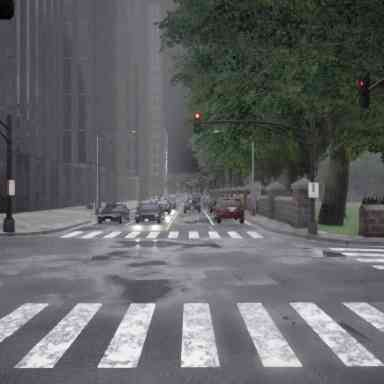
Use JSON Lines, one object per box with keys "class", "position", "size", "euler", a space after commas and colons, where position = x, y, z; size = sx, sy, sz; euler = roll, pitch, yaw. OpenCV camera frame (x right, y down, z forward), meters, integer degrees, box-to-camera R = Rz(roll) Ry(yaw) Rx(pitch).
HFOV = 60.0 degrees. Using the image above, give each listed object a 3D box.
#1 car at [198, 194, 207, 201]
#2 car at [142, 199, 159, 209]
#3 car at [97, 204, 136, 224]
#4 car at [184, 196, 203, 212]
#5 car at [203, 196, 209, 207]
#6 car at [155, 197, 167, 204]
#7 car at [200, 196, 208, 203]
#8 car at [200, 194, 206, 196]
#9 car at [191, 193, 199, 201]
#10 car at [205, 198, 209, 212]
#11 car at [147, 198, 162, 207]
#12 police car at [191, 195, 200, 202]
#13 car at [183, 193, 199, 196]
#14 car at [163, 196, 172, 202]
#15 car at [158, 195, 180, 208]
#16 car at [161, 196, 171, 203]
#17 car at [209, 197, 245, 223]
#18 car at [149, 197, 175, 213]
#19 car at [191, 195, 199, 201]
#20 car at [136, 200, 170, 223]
{"class": "car", "position": [2.650, 1.399, 85.146], "size": [2.192, 1.841, 5.009], "euler": [0, 0, 0]}
{"class": "car", "position": [-5.824, 1.616, 46.932], "size": [1.802, 1.307, 4.206], "euler": [0, 0, 0]}
{"class": "car", "position": [-5.795, 1.576, 25.104], "size": [1.947, 1.339, 4.313], "euler": [0, 0, 0]}
{"class": "car", "position": [0.030, 1.551, 38.691], "size": [1.812, 1.442, 4.674], "euler": [0, 0, 0]}
{"class": "car", "position": [2.708, 1.579, 41.493], "size": [2.008, 1.369, 4.403], "euler": [0, 0, 0]}
{"class": "car", "position": [-5.846, 1.635, 63.303], "size": [1.802, 1.307, 4.206], "euler": [0, 0, 0]}
{"class": "car", "position": [2.664, 1.592, 74.403], "size": [1.752, 1.417, 4.829], "euler": [0, 0, 0]}
{"class": "car", "position": [2.694, 1.481, 52.407], "size": [1.967, 1.590, 4.097], "euler": [0, 0, 0]}
{"class": "car", "position": [0.779, 1.320, 91.808], "size": [2.150, 2.045, 5.566], "euler": [0, 0, 0]}
{"class": "car", "position": [2.716, 1.588, 36.037], "size": [1.947, 1.339, 4.313], "euler": [0, 0, 0]}
{"class": "car", "position": [-5.831, 1.622, 52.389], "size": [1.802, 1.307, 4.206], "euler": [0, 0, 0]}
{"class": "police car", "position": [0.800, 1.495, 75.888], "size": [1.930, 1.638, 5.238], "euler": [0, 0, 0]}
{"class": "car", "position": [-0.001, 1.401, 60.663], "size": [2.097, 1.767, 4.553], "euler": [0, 0, 0]}
{"class": "car", "position": [-5.868, 1.620, 79.674], "size": [1.887, 1.381, 4.507], "euler": [0, 0, 0]}
{"class": "car", "position": [-3.150, 1.524, 45.528], "size": [2.128, 1.511, 4.902], "euler": [0, 0, 0]}
{"class": "car", "position": [-5.861, 1.611, 74.217], "size": [1.887, 1.381, 4.507], "euler": [0, 0, 0]}
{"class": "car", "position": [2.730, 1.326, 25.125], "size": [2.192, 1.841, 5.009], "euler": [0, 0, 0]}
{"class": "car", "position": [-3.132, 1.547, 35.261], "size": [1.812, 1.442, 4.674], "euler": [0, 0, 0]}
{"class": "car", "position": [0.786, 1.591, 85.778], "size": [1.837, 1.490, 4.892], "euler": [0, 0, 0]}
{"class": "car", "position": [-3.134, 1.559, 25.623], "size": [2.033, 1.411, 5.357], "euler": [0, 0, 0]}
